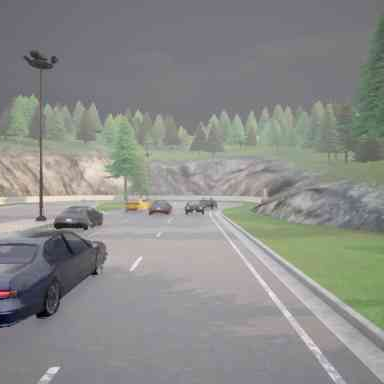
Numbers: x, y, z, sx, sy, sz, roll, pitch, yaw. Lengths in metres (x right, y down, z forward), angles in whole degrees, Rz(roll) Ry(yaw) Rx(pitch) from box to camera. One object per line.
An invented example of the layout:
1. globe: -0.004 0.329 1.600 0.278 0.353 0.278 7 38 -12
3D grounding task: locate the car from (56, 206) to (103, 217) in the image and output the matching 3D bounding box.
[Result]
1. car: -6.898 1.564 20.657 1.994 1.385 4.181 0 0 0

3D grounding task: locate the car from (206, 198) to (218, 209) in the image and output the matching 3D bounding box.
1. car: 2.215 1.491 44.513 2.128 1.511 4.902 0 0 14

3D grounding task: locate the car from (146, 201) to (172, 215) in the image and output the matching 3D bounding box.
1. car: -3.157 1.564 34.173 1.994 1.385 4.181 0 0 2

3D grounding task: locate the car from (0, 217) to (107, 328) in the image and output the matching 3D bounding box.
1. car: -3.398 1.547 7.339 2.033 1.411 5.357 0 0 0

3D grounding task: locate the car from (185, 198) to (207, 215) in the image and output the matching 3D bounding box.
1. car: 0.341 1.601 34.356 1.895 1.301 4.718 0 0 3

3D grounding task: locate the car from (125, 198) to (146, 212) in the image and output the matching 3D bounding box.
1. car: -6.227 1.477 38.636 1.882 1.535 5.008 0 0 7
